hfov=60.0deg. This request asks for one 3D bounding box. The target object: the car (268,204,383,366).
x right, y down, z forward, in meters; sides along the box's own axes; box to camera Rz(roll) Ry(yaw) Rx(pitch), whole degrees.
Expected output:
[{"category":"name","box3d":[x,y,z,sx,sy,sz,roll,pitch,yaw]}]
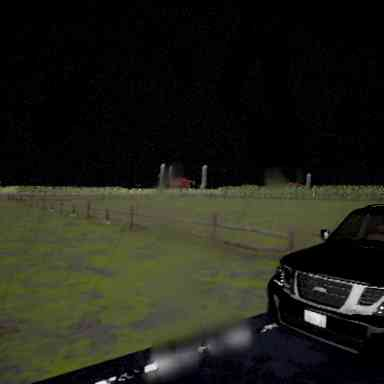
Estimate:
[{"category":"car","box3d":[3.791,1.240,5.775,5.566,2.045,2.150,0,0,-35]}]
